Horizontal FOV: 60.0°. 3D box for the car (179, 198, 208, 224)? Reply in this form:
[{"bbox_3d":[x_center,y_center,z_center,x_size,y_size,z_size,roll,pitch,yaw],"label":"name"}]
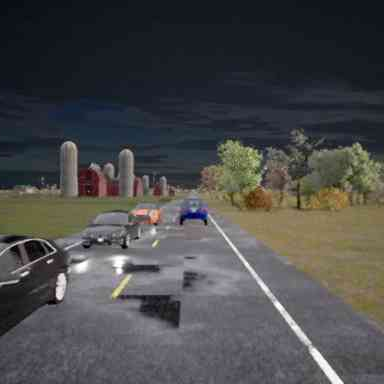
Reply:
[{"bbox_3d":[0.148,1.474,27.049,2.150,2.045,5.566,0,0,1],"label":"car"}]

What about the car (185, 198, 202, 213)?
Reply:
[{"bbox_3d":[0.240,1.752,43.251,2.097,1.767,4.553,0,-1,1],"label":"car"}]

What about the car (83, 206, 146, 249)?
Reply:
[{"bbox_3d":[-3.533,1.624,15.313,1.837,1.490,4.892,0,-1,0],"label":"car"}]

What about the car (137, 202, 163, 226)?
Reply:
[{"bbox_3d":[-3.448,1.565,25.439,2.097,1.767,4.553,0,-1,1],"label":"car"}]

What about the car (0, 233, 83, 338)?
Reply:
[{"bbox_3d":[-3.583,1.533,5.453,1.837,1.490,4.892,0,-1,0],"label":"car"}]
